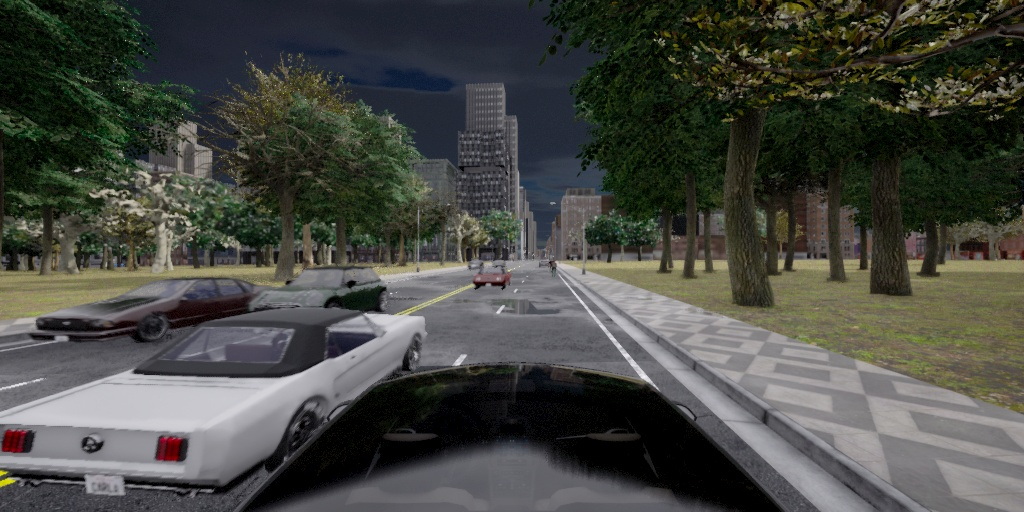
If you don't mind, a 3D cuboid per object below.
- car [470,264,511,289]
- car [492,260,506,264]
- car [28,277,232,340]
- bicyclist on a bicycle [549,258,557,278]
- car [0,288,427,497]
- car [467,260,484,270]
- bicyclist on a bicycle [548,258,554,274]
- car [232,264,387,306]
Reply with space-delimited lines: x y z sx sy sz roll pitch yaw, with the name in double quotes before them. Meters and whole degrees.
"car" -1.129 1.357 22.794 1.895 1.301 4.718 0 0 5
"car" -1.896 1.318 53.479 1.837 1.490 4.892 0 0 5
"car" -8.978 1.298 9.978 2.033 1.411 5.357 0 0 5
"bicyclist on a bicycle" 3.742 1.221 32.059 0.582 1.620 1.656 0 0 5
"car" -2.710 1.351 4.774 1.895 1.301 4.718 0 0 5
"car" -5.237 1.301 52.595 2.128 1.511 4.902 0 0 5
"bicyclist on a bicycle" 4.634 1.158 42.225 0.659 1.776 1.843 0 0 5
"car" -5.624 1.103 11.040 2.097 1.767 4.553 0 0 5
